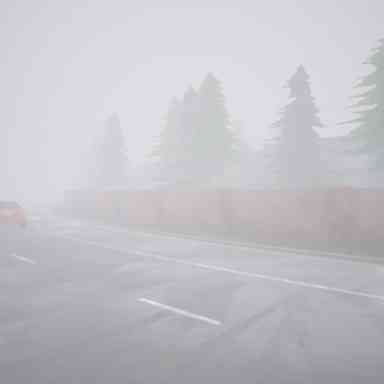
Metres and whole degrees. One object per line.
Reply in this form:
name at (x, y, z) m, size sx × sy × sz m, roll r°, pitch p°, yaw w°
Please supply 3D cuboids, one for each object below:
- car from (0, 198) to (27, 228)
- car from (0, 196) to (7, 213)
car at (-12.496, 1.377, 21.926) m, size 2.097 × 1.767 × 4.553 m, roll 1°, pitch 0°, yaw -39°
car at (-22.364, 1.388, 37.878) m, size 2.097 × 1.767 × 4.553 m, roll 1°, pitch 0°, yaw -26°
